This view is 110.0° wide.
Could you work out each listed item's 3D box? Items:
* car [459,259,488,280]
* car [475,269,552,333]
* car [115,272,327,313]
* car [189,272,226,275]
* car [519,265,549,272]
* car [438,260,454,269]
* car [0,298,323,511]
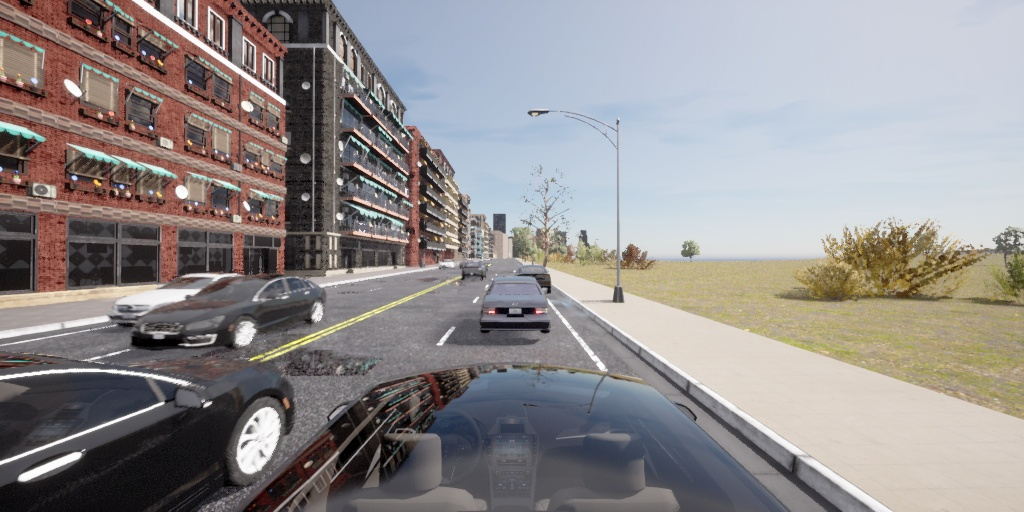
[{"bbox_3d":[-3.189,1.239,30.892,2.128,1.511,4.902,0,-1,0],"label":"car"},{"bbox_3d":[0.092,1.299,10.680,2.033,1.411,5.357,0,0,0],"label":"car"},{"bbox_3d":[-6.610,1.256,9.135,1.837,1.490,4.892,0,0,0],"label":"car"},{"bbox_3d":[-9.864,1.277,11.553,1.812,1.442,4.674,0,0,0],"label":"car"},{"bbox_3d":[1.113,1.230,20.443,1.882,1.535,5.008,0,0,0],"label":"car"},{"bbox_3d":[-9.905,1.276,54.520,1.812,1.442,4.674,0,0,0],"label":"car"},{"bbox_3d":[-3.151,1.253,1.730,1.837,1.490,4.892,0,0,0],"label":"car"}]
